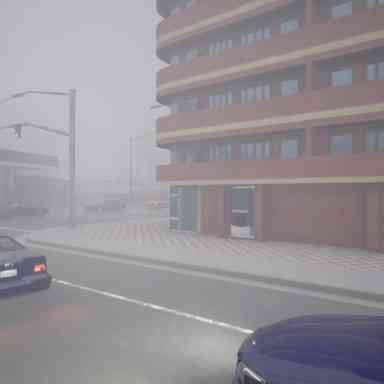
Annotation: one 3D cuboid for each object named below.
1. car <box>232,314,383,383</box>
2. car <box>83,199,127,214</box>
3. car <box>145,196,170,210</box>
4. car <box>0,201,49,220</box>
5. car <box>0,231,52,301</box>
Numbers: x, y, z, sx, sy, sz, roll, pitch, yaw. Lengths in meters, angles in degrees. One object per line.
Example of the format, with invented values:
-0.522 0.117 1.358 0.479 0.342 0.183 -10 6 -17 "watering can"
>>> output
2.513 1.536 2.201 4.674 1.442 1.812 0 0 35 "car"
-9.250 1.494 35.629 1.882 1.535 5.008 0 0 34 "car"
-4.063 1.389 43.244 2.097 1.767 4.553 0 0 34 "car"
-14.438 1.523 27.985 1.812 1.442 4.674 0 0 34 "car"
-5.342 1.545 7.693 5.357 1.411 2.033 0 0 38 "car"
